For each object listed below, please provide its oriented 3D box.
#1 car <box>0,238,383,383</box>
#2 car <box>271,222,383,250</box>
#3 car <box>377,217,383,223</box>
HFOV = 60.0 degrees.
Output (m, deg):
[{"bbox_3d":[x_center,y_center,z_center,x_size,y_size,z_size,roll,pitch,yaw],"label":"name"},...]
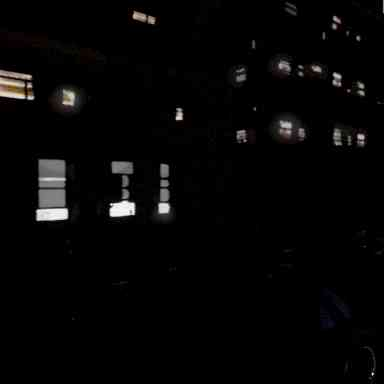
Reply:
[{"bbox_3d":[0.222,1.551,3.496,5.357,1.411,2.033,0,0,-35],"label":"car"},{"bbox_3d":[3.101,1.593,8.719,4.206,1.307,1.802,0,-1,-35],"label":"car"},{"bbox_3d":[7.669,1.459,11.962,4.097,1.590,1.967,0,-1,-35],"label":"car"}]
